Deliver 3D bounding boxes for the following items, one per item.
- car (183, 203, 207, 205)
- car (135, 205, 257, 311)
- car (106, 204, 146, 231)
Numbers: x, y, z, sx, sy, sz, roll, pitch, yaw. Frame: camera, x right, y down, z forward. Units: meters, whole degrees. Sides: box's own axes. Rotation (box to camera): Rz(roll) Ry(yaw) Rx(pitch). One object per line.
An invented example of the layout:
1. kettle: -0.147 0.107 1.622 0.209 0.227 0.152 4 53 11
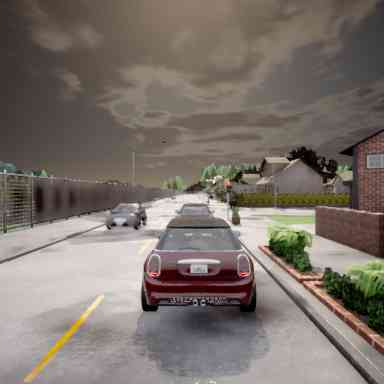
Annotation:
1. car: 0.163 1.352 17.590 2.097 1.767 4.553 0 0 0
2. car: 0.125 1.352 7.893 2.097 1.767 4.553 0 0 0
3. car: -3.961 1.492 20.792 2.128 1.511 4.902 0 0 1
